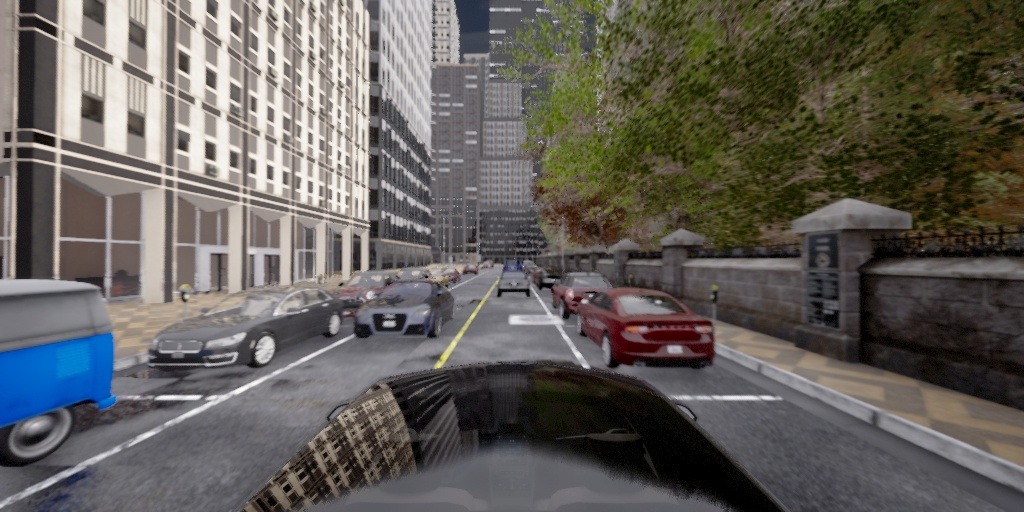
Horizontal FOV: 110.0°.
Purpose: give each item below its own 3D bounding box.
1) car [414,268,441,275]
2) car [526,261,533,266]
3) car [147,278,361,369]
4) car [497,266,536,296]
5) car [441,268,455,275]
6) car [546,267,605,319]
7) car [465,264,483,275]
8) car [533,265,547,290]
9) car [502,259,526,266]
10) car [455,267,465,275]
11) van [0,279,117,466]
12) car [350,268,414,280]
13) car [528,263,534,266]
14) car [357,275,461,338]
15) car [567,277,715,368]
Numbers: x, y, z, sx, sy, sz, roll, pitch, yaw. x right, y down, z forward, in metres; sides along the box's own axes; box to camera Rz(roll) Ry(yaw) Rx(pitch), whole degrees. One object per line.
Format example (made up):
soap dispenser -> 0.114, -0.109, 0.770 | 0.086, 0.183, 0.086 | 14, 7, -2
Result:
car -> -5.313, 1.372, 18.969 | 1.967, 1.591, 4.097 | 0, 0, 0
car -> 2.571, 1.767, 46.689 | 2.007, 1.370, 4.403 | 0, 0, 0
car -> -5.314, 1.366, 7.880 | 2.007, 1.370, 4.403 | 0, 0, 0
car -> 0.097, 1.499, 20.883 | 2.033, 1.411, 5.357 | 0, -1, 0
car -> -5.312, 1.515, 24.344 | 1.751, 1.417, 4.829 | 0, 0, 0
car -> 2.567, 1.313, 13.419 | 1.967, 1.591, 4.097 | 0, 0, 0
car -> -5.309, 1.762, 46.693 | 1.888, 1.381, 4.507 | 0, 0, 0
car -> 2.568, 1.555, 24.509 | 1.948, 1.339, 4.313 | 0, 0, 0
car -> 0.103, 1.372, 40.039 | 2.150, 2.045, 5.566 | 0, 0, 0
car -> -5.312, 1.629, 30.059 | 1.802, 1.307, 4.207 | 0, 0, 0
van -> -5.315, 1.098, 2.335 | 1.690, 1.789, 3.998 | 0, 0, 0
car -> -5.314, 1.314, 13.425 | 1.967, 1.591, 4.097 | 0, 0, 0
car -> 2.569, 1.591, 30.054 | 1.888, 1.381, 4.507 | 0, 0, 0
car -> -2.849, 1.405, 10.324 | 1.994, 1.385, 4.181 | 0, -1, 0
car -> 2.566, 1.360, 7.874 | 1.888, 1.381, 4.507 | 0, 0, 0
